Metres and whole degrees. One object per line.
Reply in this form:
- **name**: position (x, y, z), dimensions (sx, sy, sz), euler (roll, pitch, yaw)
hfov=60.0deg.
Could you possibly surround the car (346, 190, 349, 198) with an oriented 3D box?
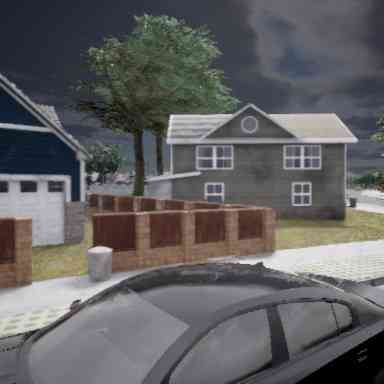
- **car**: position (27.456, 0.232, 60.792), dimensions (1.837, 1.490, 4.892), euler (0, 1, 18)

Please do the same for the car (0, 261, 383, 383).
- **car**: position (-0.038, 1.448, 2.803), dimensions (5.008, 1.535, 1.882), euler (0, 1, -33)
